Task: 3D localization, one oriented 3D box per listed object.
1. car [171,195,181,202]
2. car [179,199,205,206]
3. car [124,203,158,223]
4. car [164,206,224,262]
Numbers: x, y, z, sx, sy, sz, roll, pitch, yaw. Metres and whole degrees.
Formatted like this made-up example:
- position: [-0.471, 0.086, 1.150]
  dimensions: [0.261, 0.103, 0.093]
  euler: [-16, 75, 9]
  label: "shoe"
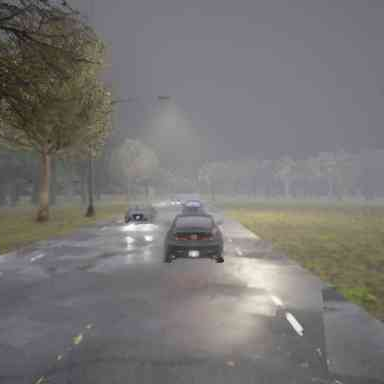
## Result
- position: [-3.514, 1.510, 73.059]
  dimensions: [2.128, 1.511, 4.902]
  euler: [0, 0, 0]
  label: "car"
- position: [0.076, 1.401, 27.930]
  dimensions: [1.812, 1.442, 4.674]
  euler: [0, 1, 0]
  label: "car"
- position: [-3.597, 1.480, 24.141]
  dimensions: [1.994, 1.385, 4.181]
  euler: [0, 0, 0]
  label: "car"
- position: [0.070, 1.483, 11.926]
  dimensions: [1.837, 1.490, 4.892]
  euler: [0, 1, 0]
  label: "car"
